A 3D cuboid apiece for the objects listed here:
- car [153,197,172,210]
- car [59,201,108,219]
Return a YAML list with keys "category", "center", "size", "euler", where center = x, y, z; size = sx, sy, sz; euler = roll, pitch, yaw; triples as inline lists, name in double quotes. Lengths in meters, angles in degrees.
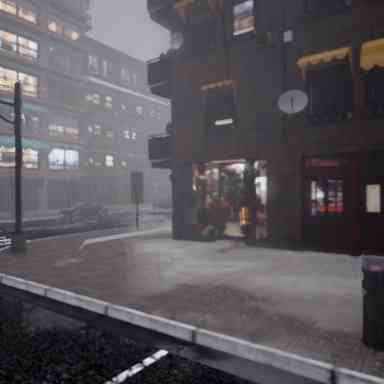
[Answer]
- category: "car"
  center: [-2.597, 1.290, 37.757]
  size: [1.947, 1.339, 4.313]
  euler: [0, 1, 35]
- category: "car"
  center: [-9.230, 1.473, 28.576]
  size: [1.947, 1.339, 4.313]
  euler: [0, 1, 35]
